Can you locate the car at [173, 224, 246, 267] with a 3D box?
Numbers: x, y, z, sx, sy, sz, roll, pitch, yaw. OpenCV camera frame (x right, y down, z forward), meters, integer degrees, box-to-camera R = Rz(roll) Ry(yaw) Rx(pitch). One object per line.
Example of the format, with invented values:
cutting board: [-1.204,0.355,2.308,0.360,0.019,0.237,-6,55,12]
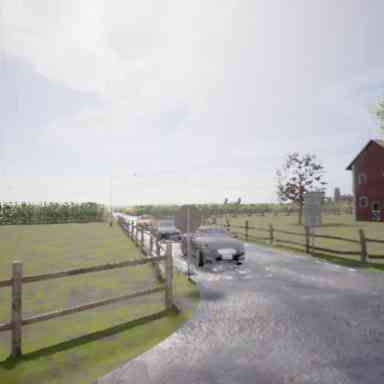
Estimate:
car: [0.765,2.231,14.479,2.128,1.511,4.902,0,-3,-13]

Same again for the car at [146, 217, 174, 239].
car: [-2.004,2.914,25.589,2.033,1.411,5.357,0,-3,-14]

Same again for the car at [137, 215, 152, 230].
car: [-5.273,3.452,38.528,2.097,1.767,4.553,0,-4,-13]
